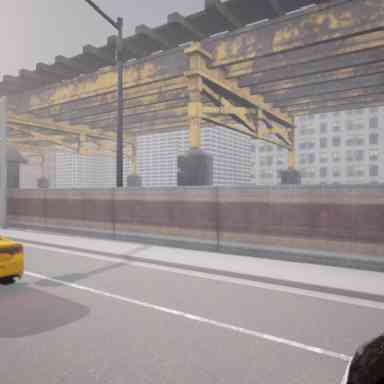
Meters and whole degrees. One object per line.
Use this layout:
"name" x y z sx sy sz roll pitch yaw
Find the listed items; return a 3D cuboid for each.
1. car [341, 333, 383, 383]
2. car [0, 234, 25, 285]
"car" 3.375 1.501 1.585 4.902 1.511 2.128 0 0 36
"car" -6.206 1.502 8.376 5.008 1.535 1.882 0 0 36
